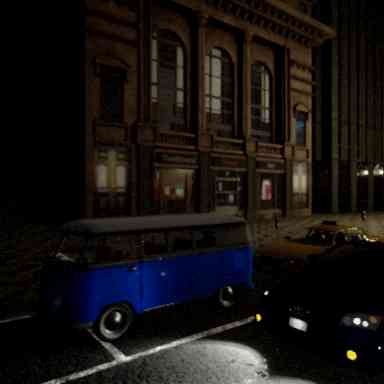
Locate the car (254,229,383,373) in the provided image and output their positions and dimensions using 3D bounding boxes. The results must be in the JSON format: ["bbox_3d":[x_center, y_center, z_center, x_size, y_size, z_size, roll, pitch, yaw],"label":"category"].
[{"bbox_3d":[3.013,1.557,5.567,4.181,1.385,1.994,0,0,-36],"label":"car"}]

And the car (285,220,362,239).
[{"bbox_3d":[3.737,1.518,9.385,4.829,1.417,1.752,0,0,-36],"label":"car"}]

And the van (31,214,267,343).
[{"bbox_3d":[-0.658,1.346,6.192,3.998,1.788,1.690,0,0,-36],"label":"van"}]
